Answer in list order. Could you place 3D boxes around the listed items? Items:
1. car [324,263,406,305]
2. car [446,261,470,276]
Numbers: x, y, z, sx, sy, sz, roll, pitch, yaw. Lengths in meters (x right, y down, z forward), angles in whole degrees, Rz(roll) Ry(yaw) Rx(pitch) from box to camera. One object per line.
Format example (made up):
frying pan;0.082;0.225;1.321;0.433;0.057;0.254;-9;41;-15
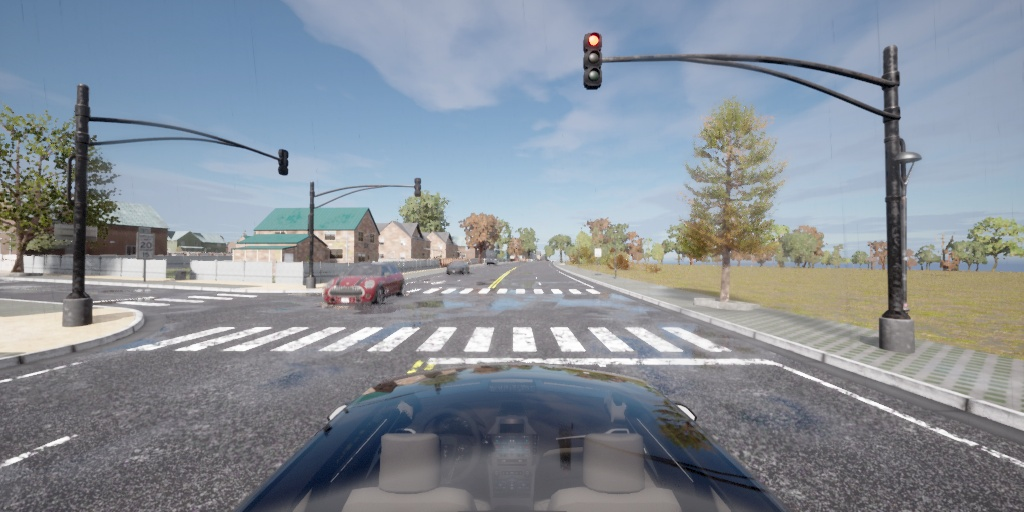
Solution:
car;-6.341;1.109;15.967;2.097;1.767;4.553;0;0;1
car;-5.668;1.287;38.010;1.882;1.535;5.008;0;0;2
